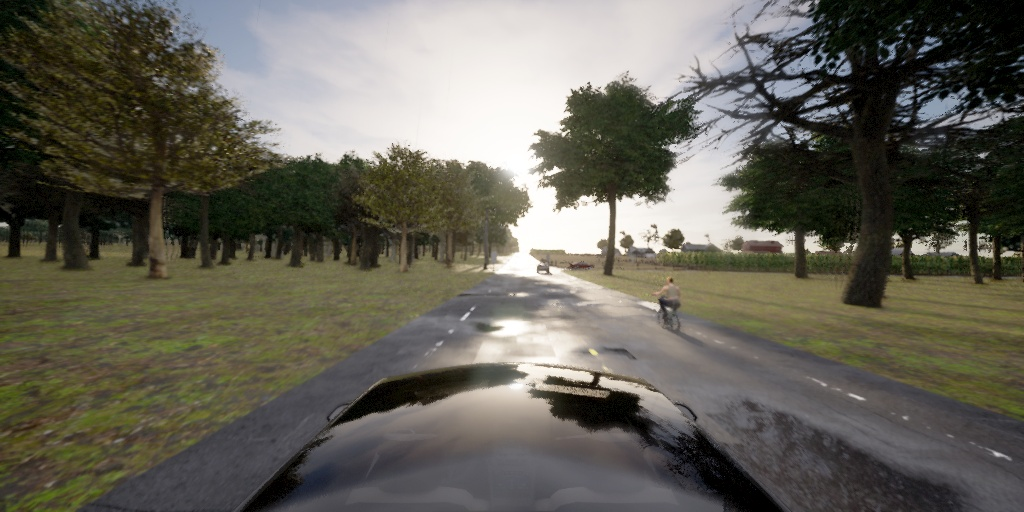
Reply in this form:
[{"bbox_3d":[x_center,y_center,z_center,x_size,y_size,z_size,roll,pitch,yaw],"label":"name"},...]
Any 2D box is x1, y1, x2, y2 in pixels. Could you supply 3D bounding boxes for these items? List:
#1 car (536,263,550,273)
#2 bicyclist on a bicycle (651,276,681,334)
[{"bbox_3d":[4.620,1.742,54.125,2.128,1.511,4.902,1,0,1],"label":"car"},{"bbox_3d":[4.592,1.390,10.538,0.866,1.612,1.509,1,-1,1],"label":"bicyclist on a bicycle"}]
